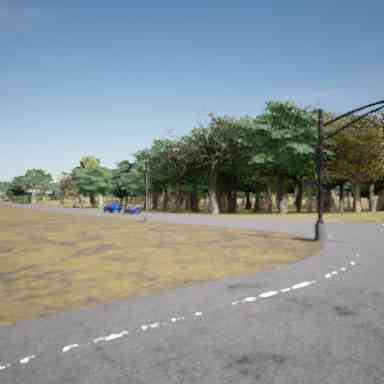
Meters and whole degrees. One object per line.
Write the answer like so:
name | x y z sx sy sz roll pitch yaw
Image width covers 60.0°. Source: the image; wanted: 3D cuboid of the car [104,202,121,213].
car | -15.897 3.112 66.584 2.150 2.045 5.566 0 -2 -33

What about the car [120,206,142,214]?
car | -10.402 3.116 58.177 1.812 1.442 4.674 0 -2 -33
